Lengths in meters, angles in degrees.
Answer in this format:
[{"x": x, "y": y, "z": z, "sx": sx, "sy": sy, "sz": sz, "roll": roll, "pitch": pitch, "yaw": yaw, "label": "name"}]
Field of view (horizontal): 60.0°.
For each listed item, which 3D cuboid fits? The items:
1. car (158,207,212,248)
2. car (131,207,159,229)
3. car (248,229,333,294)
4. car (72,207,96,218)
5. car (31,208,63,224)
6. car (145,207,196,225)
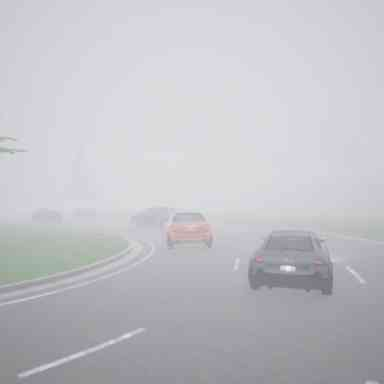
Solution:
[{"x": -0.394, "y": 1.741, "z": 17.136, "sx": 2.097, "sy": 1.767, "sz": 4.553, "roll": -1, "pitch": -1, "yaw": -9, "label": "car"}, {"x": -3.089, "y": 2.007, "z": 27.634, "sx": 4.553, "sy": 1.767, "sz": 2.097, "roll": -2, "pitch": -2, "yaw": 45, "label": "car"}, {"x": 2.838, "y": 1.741, "z": 9.449, "sx": 1.994, "sy": 1.385, "sz": 4.181, "roll": -1, "pitch": -1, "yaw": 19, "label": "car"}, {"x": -14.357, "y": 2.699, "z": 44.352, "sx": 1.812, "sy": 1.442, "sz": 4.674, "roll": 0, "pitch": -2, "yaw": -41, "label": "car"}, {"x": -15.228, "y": 2.467, "z": 34.784, "sx": 2.128, "sy": 1.511, "sz": 4.902, "roll": 0, "pitch": -2, "yaw": -43, "label": "car"}, {"x": -2.101, "y": 2.220, "z": 31.499, "sx": 4.902, "sy": 1.511, "sz": 2.128, "roll": -2, "pitch": -2, "yaw": 44, "label": "car"}]
